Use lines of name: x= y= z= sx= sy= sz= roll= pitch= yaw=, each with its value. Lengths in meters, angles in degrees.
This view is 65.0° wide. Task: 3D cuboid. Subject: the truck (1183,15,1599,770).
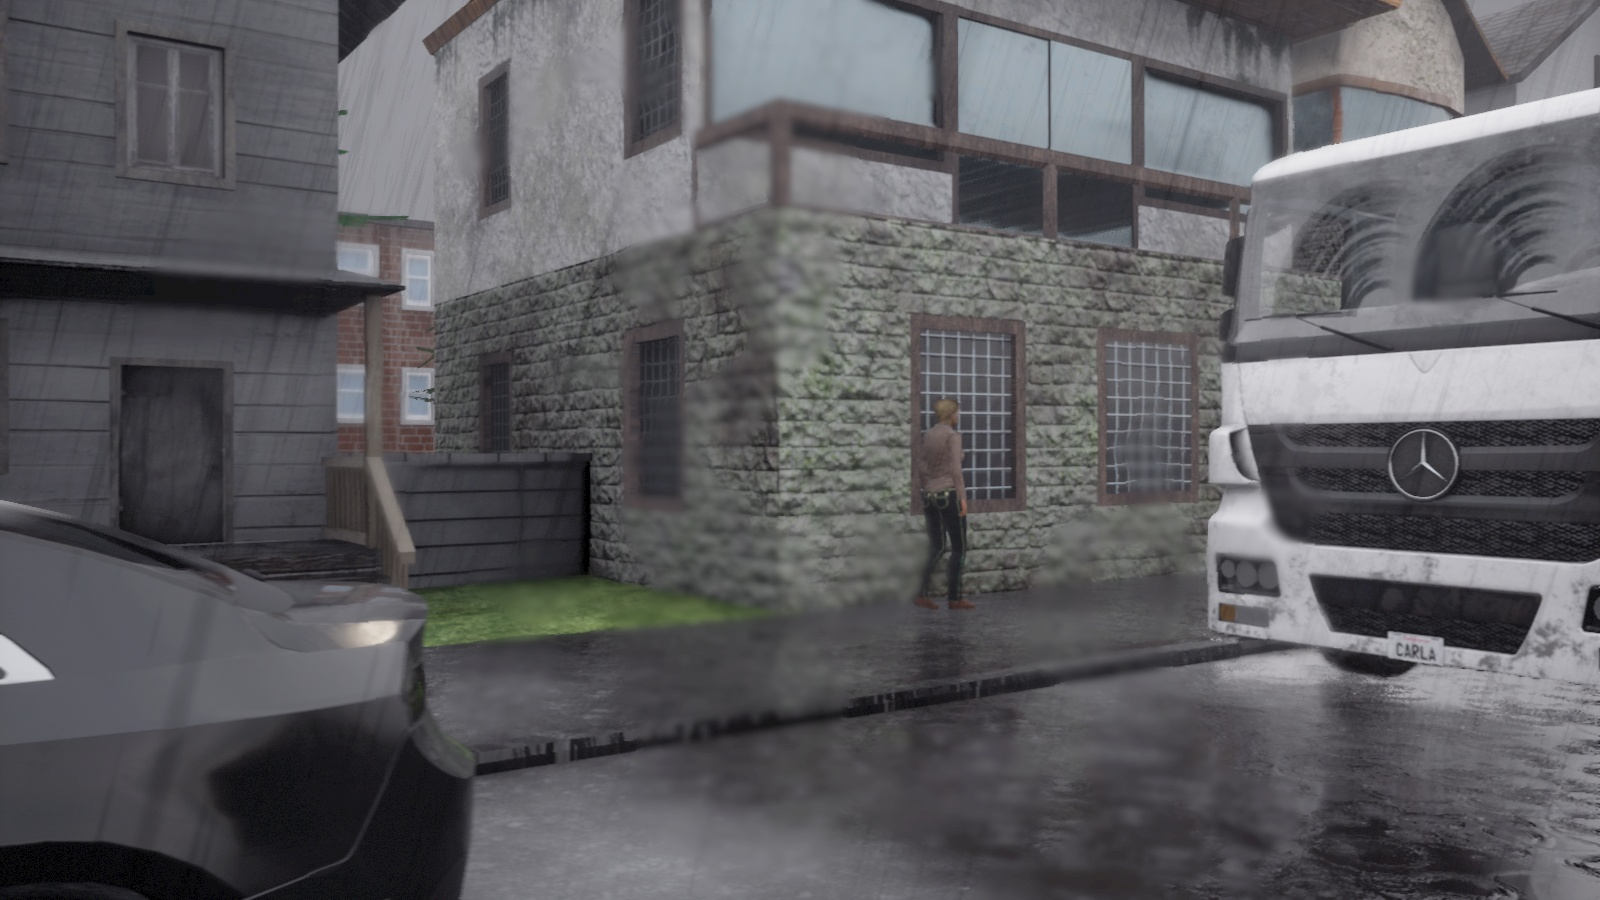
truck: x=6.432 y=-0.280 z=8.745 sx=7.936 sy=3.462 sz=2.891 roll=0 pitch=0 yaw=-35

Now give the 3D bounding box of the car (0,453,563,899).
car: x=-3.059 y=0.769 z=2.140 sx=4.892 sy=1.490 sz=1.837 roll=0 pitch=0 yaw=-35

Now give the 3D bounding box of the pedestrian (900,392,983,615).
pedestrian: x=1.214 y=0.443 z=10.748 sx=0.634 sy=1.846 sz=0.331 roll=0 pitch=0 yaw=-34
